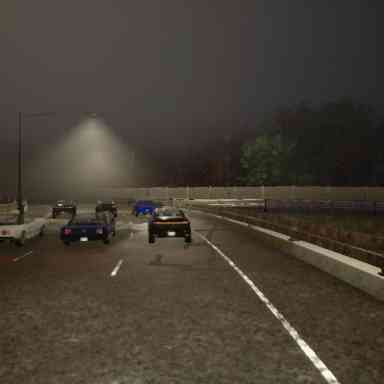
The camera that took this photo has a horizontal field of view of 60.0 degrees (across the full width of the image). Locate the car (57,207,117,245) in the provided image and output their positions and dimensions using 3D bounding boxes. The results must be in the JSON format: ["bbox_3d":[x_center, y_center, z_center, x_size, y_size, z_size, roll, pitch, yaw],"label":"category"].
[{"bbox_3d":[-4.648,1.614,15.546,1.895,1.301,4.718,0,0,-8],"label":"car"}]

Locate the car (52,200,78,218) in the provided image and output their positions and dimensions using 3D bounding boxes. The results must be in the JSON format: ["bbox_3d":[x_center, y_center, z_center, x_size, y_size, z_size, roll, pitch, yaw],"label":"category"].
[{"bbox_3d":[-11.359,1.493,29.900,2.128,1.511,4.902,0,0,-16],"label":"car"}]

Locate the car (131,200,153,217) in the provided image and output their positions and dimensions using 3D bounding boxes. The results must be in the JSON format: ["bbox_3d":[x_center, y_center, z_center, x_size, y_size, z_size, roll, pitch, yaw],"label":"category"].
[{"bbox_3d":[-4.644,1.483,31.876,1.882,1.535,5.008,0,0,-16],"label":"car"}]

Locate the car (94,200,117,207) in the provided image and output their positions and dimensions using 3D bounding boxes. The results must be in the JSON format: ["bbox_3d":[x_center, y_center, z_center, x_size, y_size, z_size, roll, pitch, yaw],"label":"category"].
[{"bbox_3d":[-8.002,1.493,30.888,2.128,1.511,4.902,0,0,-16],"label":"car"}]

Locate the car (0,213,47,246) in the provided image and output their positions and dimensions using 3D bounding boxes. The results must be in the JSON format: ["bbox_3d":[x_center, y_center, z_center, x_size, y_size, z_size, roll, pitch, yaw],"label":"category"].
[{"bbox_3d":[-8.112,1.614,15.044,1.895,1.301,4.718,0,0,-8],"label":"car"}]

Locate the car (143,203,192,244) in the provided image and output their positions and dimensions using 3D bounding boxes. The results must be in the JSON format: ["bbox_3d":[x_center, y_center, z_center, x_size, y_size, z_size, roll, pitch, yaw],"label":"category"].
[{"bbox_3d":[-1.180,1.493,16.018,2.128,1.511,4.902,0,0,-8],"label":"car"}]
